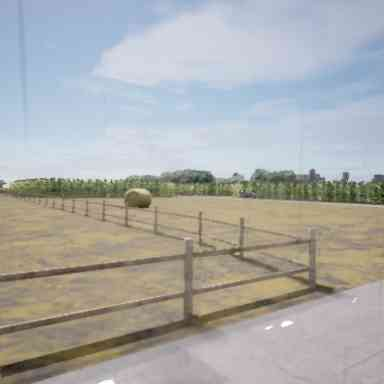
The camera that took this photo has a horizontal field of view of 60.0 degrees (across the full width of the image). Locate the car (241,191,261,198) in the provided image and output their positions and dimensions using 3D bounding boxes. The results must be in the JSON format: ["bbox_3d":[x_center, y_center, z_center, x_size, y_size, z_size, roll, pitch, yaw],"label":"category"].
[{"bbox_3d":[12.771,0.575,72.404,2.128,1.511,4.902,1,1,-35],"label":"car"}]
